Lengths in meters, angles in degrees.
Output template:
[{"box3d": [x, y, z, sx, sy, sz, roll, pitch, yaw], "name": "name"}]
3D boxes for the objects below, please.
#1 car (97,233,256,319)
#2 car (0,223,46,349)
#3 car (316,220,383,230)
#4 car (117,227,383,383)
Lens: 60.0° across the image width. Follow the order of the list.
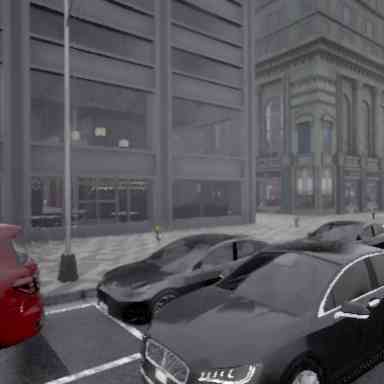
[{"box3d": [0.263, 1.584, 6.911, 4.313, 1.339, 1.947, 0, 0, -37], "name": "car"}, {"box3d": [-4.266, 1.342, 3.554, 5.009, 1.841, 2.192, 0, 0, -37], "name": "car"}, {"box3d": [4.790, 1.575, 10.269, 4.313, 1.339, 1.947, 0, 0, -37], "name": "car"}, {"box3d": [1.656, 1.512, 4.625, 4.892, 1.490, 1.837, 0, 0, -37], "name": "car"}]
